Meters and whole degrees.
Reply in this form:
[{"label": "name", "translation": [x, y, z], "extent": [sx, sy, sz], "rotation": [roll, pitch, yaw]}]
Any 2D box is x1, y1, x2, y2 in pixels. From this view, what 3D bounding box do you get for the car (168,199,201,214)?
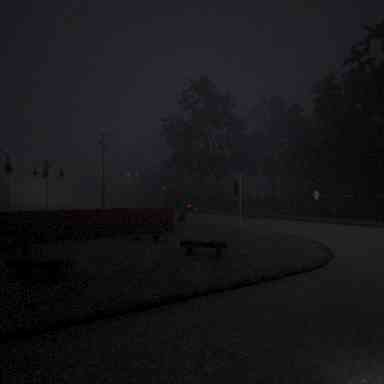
[{"label": "car", "translation": [-0.889, 1.526, 35.477], "extent": [1.812, 1.442, 4.674], "rotation": [0, 0, -35]}]
